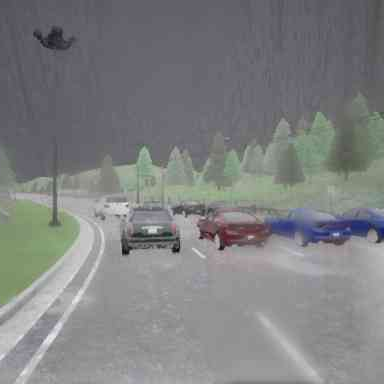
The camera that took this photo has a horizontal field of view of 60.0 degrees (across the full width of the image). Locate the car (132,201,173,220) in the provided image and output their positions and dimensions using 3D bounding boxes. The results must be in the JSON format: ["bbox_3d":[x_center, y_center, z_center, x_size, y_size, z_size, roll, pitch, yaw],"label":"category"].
[{"bbox_3d":[-3.622,1.561,29.480,2.033,1.411,5.357,0,0,-24],"label":"car"}]

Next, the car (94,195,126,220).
[{"bbox_3d":[-6.830,1.255,28.081,2.150,2.045,5.566,0,0,-24],"label":"car"}]

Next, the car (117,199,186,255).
[{"bbox_3d":[-1.841,1.363,13.542,2.097,1.767,4.553,0,0,-13],"label":"car"}]

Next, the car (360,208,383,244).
[{"bbox_3d":[8.380,1.482,15.949,1.882,1.535,5.008,0,0,-13],"label":"car"}]

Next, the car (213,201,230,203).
[{"bbox_3d":[2.770,1.570,32.334,1.994,1.385,4.181,0,0,-24],"label":"car"}]

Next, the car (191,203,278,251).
[{"bbox_3d":[1.562,1.482,14.364,1.882,1.535,5.008,0,0,-13],"label":"car"}]

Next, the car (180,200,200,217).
[{"bbox_3d":[-0.426,1.482,30.907,1.882,1.535,5.008,0,0,-24],"label":"car"}]

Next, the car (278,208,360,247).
[{"bbox_3d":[4.971,1.482,15.156,1.882,1.535,5.008,0,0,-13],"label":"car"}]
